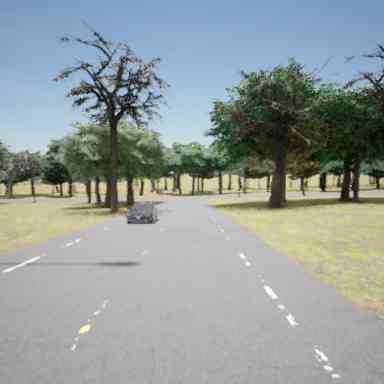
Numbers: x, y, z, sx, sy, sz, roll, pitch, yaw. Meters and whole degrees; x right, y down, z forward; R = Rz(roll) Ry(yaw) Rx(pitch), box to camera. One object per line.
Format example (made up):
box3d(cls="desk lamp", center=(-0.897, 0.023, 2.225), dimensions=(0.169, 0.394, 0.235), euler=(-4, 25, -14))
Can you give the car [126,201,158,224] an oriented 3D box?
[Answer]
box3d(cls="car", center=(-3.587, 1.487, 24.635), dimensions=(1.837, 1.490, 4.892), euler=(0, 0, 0))
